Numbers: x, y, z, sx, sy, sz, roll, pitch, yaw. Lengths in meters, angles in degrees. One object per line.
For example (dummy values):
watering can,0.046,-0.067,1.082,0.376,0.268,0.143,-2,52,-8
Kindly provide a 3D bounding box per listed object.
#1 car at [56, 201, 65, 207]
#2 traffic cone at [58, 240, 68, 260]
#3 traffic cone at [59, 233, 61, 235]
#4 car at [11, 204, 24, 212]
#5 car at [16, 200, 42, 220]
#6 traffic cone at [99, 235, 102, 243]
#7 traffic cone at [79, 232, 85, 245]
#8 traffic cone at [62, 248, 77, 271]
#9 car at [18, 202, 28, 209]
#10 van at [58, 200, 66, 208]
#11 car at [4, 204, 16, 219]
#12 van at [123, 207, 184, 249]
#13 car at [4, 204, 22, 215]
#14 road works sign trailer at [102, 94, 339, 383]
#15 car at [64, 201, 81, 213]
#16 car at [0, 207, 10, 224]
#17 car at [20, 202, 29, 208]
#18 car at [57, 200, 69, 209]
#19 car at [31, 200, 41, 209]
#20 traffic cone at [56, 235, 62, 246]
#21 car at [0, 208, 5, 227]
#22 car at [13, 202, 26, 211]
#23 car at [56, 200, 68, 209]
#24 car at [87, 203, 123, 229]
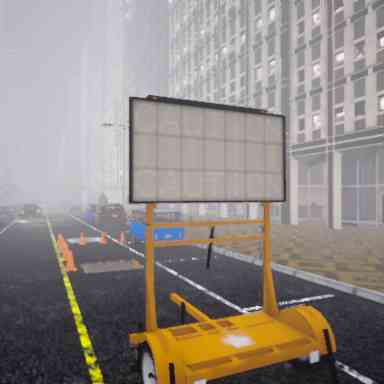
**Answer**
car,-34.775,3.171,87.885,1.967,1.590,4.097,0,-1,-25
traffic cone,-4.676,2.201,12.344,0.340,0.580,0.340,0,-1,-25
traffic cone,-6.335,2.274,15.983,0.340,0.580,0.340,0,-1,-25
car,-30.609,2.765,58.553,1.802,1.307,4.206,0,-1,-25
car,-17.772,2.090,36.706,2.097,1.767,4.553,0,-1,-24
traffic cone,-4.515,2.282,16.813,0.340,0.580,0.340,0,-1,-25
traffic cone,-5.425,2.278,16.397,0.340,0.580,0.340,0,-1,-25
traffic cone,-3.846,2.165,10.525,0.340,0.580,0.340,0,-1,-25
car,-37.613,3.013,73.911,1.752,1.417,4.829,0,-1,-25
van,-32.419,2.970,82.716,1.690,1.788,3.998,0,-1,-25
car,-21.177,2.323,37.872,2.008,1.369,4.403,0,-1,-25
van,-1.764,1.634,15.500,1.690,1.788,3.998,0,-1,-25
car,-25.893,2.528,48.213,2.008,1.369,4.403,0,-1,-25
road works sign trailer,0.220,0.553,4.744,2.380,3.560,2.880,0,-1,-24
car,-18.268,2.564,51.690,2.008,1.369,4.403,0,-1,-25
car,-16.461,2.148,27.531,1.802,1.307,4.206,0,-1,-25
car,-42.400,3.261,84.406,1.947,1.339,4.313,0,-1,-25
car,-30.061,2.842,77.546,2.192,1.841,5.009,0,-1,-25
car,-35.692,2.762,76.204,2.150,2.045,5.566,0,-1,-25
traffic cone,-5.505,2.237,14.164,0.340,0.580,0.340,0,-1,-25
car,-14.104,2.014,22.361,2.008,1.369,4.403,0,-1,-25
car,-32.968,2.726,63.726,1.967,1.590,4.097,0,-1,-25
car,-27.703,2.739,72.375,2.192,1.841,5.009,0,-1,-25
car,-6.481,1.814,25.841,2.192,1.841,5.009,0,-1,-25
